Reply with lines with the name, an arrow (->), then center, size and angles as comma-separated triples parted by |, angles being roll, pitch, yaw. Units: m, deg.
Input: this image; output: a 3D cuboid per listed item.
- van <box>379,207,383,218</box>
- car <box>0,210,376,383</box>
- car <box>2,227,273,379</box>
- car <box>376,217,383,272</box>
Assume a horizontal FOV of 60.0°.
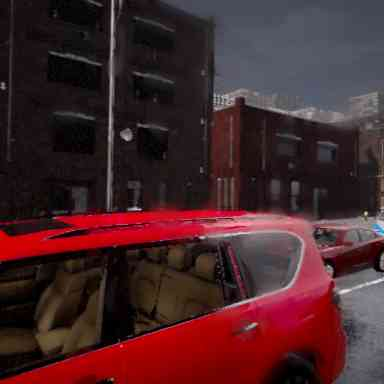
van -> 8.521, 1.371, 12.608 | 3.998, 1.788, 1.690 | 0, 1, -35
car -> -1.055, 1.223, 2.633 | 5.566, 2.045, 2.150 | 0, 0, -35
car -> -0.785, 1.551, 6.075 | 4.507, 1.381, 1.887 | 0, 1, -35
car -> 3.886, 1.563, 9.310 | 4.507, 1.381, 1.887 | 0, 1, -35
